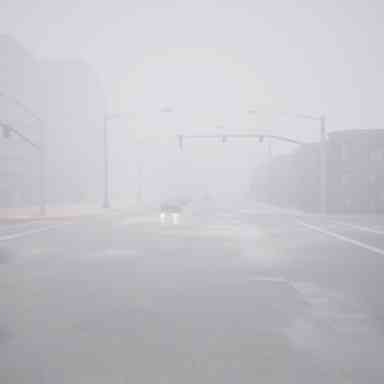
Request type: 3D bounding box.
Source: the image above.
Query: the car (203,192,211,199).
[{"bbox_3d":[3.312,0.841,73.819,1.812,1.442,4.674,0,1,2],"label":"car"}]

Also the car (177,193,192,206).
[{"bbox_3d":[-1.548,0.968,44.237,2.097,1.767,4.553,0,1,3],"label":"car"}]

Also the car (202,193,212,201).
[{"bbox_3d":[2.868,0.916,63.622,1.837,1.490,4.892,0,1,2],"label":"car"}]

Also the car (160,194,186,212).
[{"bbox_3d":[-2.022,1.259,33.971,2.033,1.411,5.357,0,1,3],"label":"car"}]

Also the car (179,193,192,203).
[{"bbox_3d":[-1.032,0.998,54.503,1.882,1.535,5.008,0,1,2],"label":"car"}]
